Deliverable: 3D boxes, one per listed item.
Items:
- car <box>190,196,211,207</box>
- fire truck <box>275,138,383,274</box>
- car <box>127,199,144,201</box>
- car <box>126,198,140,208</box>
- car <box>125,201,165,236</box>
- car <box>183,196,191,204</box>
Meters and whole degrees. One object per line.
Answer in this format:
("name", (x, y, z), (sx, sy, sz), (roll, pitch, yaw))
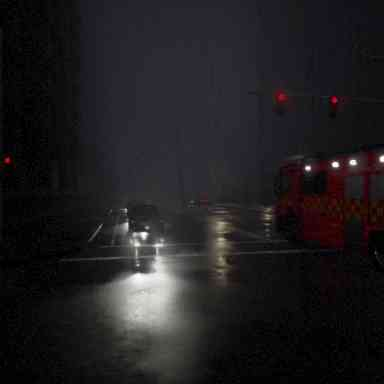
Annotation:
("car", (1.592, 1.491, 51.423), (2.128, 1.511, 4.902), (0, 0, -11))
("fire truck", (6.054, 0.342, 11.646), (2.891, 3.827, 8.468), (0, 0, -11))
("car", (-4.990, 1.492, 30.326), (2.128, 1.511, 4.902), (0, 0, -11))
("car", (-8.578, 1.601, 48.227), (1.895, 1.301, 4.718), (0, 0, -11))
("car", (-2.659, 1.492, 18.745), (2.128, 1.511, 4.902), (0, 0, -11))
("car", (-0.470, 1.526, 61.359), (1.812, 1.442, 4.674), (0, 0, -11))
